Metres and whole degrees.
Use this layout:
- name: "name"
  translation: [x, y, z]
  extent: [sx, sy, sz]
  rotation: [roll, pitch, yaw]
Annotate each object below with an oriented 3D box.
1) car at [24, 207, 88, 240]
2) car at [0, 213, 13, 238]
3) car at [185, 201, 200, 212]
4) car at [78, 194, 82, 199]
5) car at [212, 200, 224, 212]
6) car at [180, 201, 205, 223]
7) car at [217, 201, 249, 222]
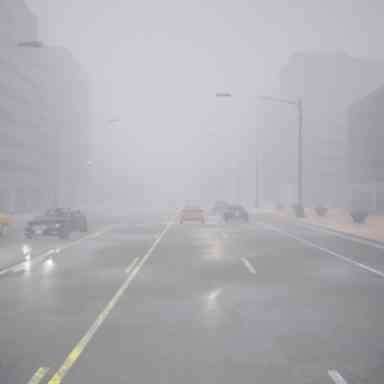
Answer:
- name: "car"
  translation: [-7.007, 1.584, 17.663]
  extent: [2.128, 1.511, 4.902]
  rotation: [0, 0, 0]
- name: "car"
  translation: [-10.520, 1.561, 15.689]
  extent: [1.882, 1.535, 5.008]
  rotation: [0, 0, 0]
- name: "car"
  translation: [0.077, 1.830, 43.462]
  extent: [1.895, 1.301, 4.718]
  rotation: [0, 0, 0]
- name: "car"
  translation: [-25.964, 0.999, 73.965]
  extent: [1.970, 1.475, 3.806]
  rotation: [0, 2, 0]
- name: "car"
  translation: [3.569, 1.770, 42.672]
  extent: [2.033, 1.411, 5.357]
  rotation: [0, 0, 0]
- name: "car"
  translation: [0.023, 1.614, 26.852]
  extent: [1.882, 1.535, 5.008]
  rotation: [0, 0, 0]
- name: "car"
  translation: [3.536, 1.704, 28.039]
  extent: [1.994, 1.385, 4.181]
  rotation: [0, 0, 0]
